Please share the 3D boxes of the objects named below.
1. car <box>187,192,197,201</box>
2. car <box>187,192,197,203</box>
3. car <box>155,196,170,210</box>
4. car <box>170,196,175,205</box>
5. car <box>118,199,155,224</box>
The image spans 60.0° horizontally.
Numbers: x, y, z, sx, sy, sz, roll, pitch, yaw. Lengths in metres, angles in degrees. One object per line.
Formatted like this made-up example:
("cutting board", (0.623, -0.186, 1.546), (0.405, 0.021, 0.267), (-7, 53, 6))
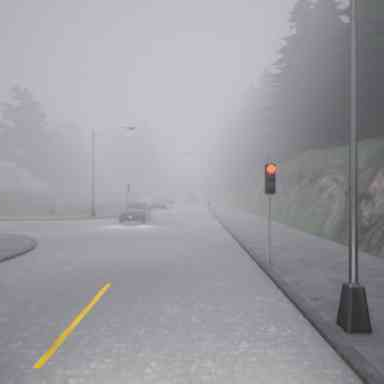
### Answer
("car", (-0.016, 1.052, 78.413), (2.150, 2.045, 5.566), (0, 0, 0))
("car", (-0.014, 1.302, 68.317), (2.097, 1.767, 4.553), (0, 0, 0))
("car", (-4.107, 1.495, 41.447), (1.812, 1.442, 4.674), (0, 0, 0))
("car", (-4.086, 1.482, 59.008), (1.812, 1.442, 4.674), (0, 0, 0))
("car", (-4.105, 1.488, 24.538), (1.837, 1.490, 4.892), (0, 0, 0))
